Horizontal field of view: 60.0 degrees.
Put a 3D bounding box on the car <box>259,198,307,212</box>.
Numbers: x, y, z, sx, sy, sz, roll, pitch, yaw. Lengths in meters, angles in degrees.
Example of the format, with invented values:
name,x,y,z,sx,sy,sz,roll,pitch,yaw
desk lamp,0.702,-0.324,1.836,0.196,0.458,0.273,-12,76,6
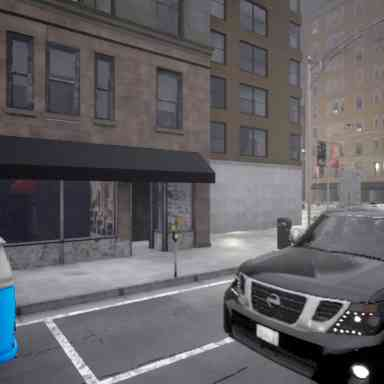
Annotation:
name,x,y,z,sx,sy,sz,roll,pitch,yaw
car,10.514,1.430,38.895,2.033,1.411,5.357,0,0,-36

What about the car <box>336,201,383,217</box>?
name,x,y,z,sx,sy,sz,roll,pitch,yaw
car,16.193,1.529,31.028,1.895,1.301,4.718,0,0,-36

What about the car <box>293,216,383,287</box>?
name,x,y,z,sx,sy,sz,roll,pitch,yaw
car,5.252,1.550,9.951,4.403,1.369,2.008,0,0,-36

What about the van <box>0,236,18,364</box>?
name,x,y,z,sx,sy,sz,roll,pitch,yaw
van,-3.958,1.341,3.364,3.998,1.788,1.690,0,0,-36

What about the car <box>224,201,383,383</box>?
name,x,y,z,sx,sy,sz,roll,pitch,yaw
car,3.076,1.221,5.280,5.566,2.045,2.150,0,0,-36
